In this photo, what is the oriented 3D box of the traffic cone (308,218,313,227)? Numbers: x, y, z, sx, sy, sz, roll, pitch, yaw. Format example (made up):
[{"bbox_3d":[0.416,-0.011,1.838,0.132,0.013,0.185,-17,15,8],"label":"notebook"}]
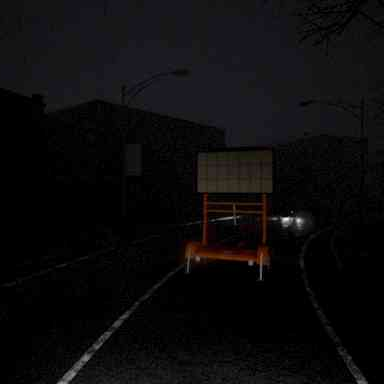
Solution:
[{"bbox_3d":[7.666,1.979,21.513,0.340,0.580,0.340,1,0,23],"label":"traffic cone"}]

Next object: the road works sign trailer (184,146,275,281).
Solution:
[{"bbox_3d":[1.317,0.460,10.107,2.380,3.560,2.880,0,0,21],"label":"road works sign trailer"}]

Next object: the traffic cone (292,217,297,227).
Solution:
[{"bbox_3d":[6.745,1.967,21.902,0.340,0.580,0.340,1,0,23],"label":"traffic cone"}]

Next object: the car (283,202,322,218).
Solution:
[{"bbox_3d":[10.050,1.568,30.171,4.181,1.385,1.994,0,1,-44],"label":"car"}]
